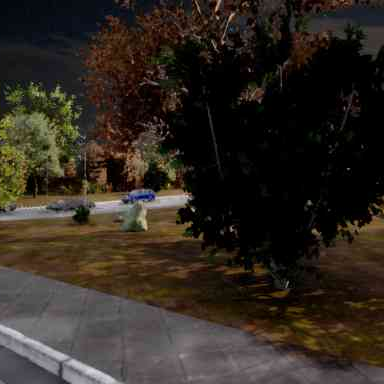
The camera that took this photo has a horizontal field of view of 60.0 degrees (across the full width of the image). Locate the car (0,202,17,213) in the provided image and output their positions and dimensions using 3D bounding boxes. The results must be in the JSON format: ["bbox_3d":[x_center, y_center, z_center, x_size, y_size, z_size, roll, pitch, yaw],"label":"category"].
[{"bbox_3d":[-21.005,1.533,34.658,2.128,1.511,4.902,0,1,39],"label":"car"}]

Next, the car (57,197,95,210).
[{"bbox_3d":[-14.742,1.385,42.386,1.994,1.385,4.181,0,2,38],"label":"car"}]

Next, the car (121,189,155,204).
[{"bbox_3d":[-8.092,0.627,50.555,2.150,2.045,5.566,0,3,40],"label":"car"}]

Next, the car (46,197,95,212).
[{"bbox_3d":[-13.697,1.439,37.764,2.033,1.411,5.357,0,1,39],"label":"car"}]
